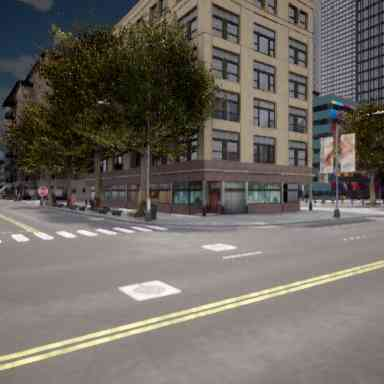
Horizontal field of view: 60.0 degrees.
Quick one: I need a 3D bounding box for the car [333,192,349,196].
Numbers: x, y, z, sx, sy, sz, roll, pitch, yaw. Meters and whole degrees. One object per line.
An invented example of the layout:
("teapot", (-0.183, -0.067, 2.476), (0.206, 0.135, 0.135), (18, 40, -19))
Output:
("car", (37.894, 1.282, 87.440), (2.002, 1.452, 4.674), (0, 0, -36))
